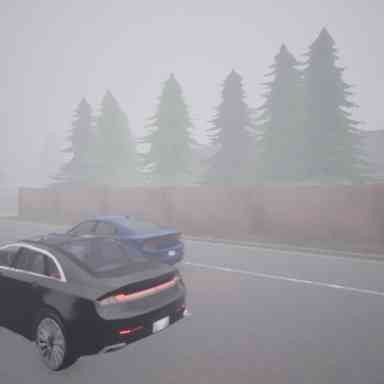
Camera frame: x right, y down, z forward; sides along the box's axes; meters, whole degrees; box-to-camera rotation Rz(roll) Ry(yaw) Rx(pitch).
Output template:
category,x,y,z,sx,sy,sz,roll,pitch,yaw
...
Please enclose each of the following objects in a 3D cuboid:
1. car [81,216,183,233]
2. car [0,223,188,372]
category,x,y,z,sx,sy,sz,roll,pitch,yaw
car,-2.533,1.456,10.124,5.008,1.535,1.882,0,0,36
car,-2.354,1.476,5.679,4.902,1.511,2.128,0,0,36
